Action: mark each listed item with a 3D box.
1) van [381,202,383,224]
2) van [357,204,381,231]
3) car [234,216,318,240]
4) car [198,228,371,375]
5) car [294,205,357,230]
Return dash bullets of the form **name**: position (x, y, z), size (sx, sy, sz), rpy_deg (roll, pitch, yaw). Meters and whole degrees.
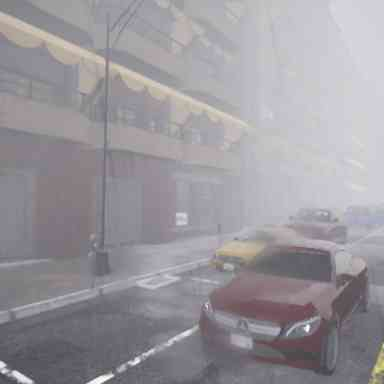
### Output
- **van**: position (15.715, 1.935, 28.832), size (1.690, 1.788, 3.998), rpy_deg (1, 0, 37)
- **van**: position (12.421, 1.839, 24.388), size (1.690, 1.788, 3.998), rpy_deg (1, 0, 37)
- **car**: position (2.437, 1.749, 10.925), size (1.752, 1.417, 4.829), rpy_deg (1, 0, 37)
- **car**: position (1.986, 1.651, 6.052), size (1.812, 1.442, 4.674), rpy_deg (-1, -2, 36)
- **car**: position (5.837, 1.630, 15.506), size (2.192, 1.841, 5.009), rpy_deg (1, 0, 37)
